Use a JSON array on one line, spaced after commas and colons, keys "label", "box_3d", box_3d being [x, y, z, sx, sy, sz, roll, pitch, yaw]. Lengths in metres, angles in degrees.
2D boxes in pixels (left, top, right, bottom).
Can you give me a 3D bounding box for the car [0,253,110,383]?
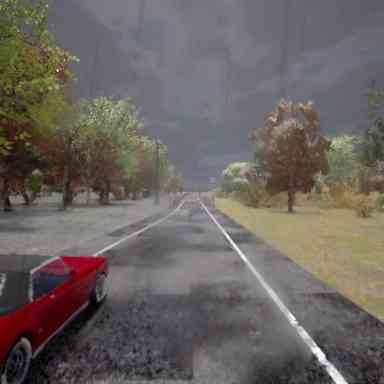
[{"label": "car", "box_3d": [-2.753, 1.581, 5.044, 1.895, 1.301, 4.718, 0, 0, 2]}]
